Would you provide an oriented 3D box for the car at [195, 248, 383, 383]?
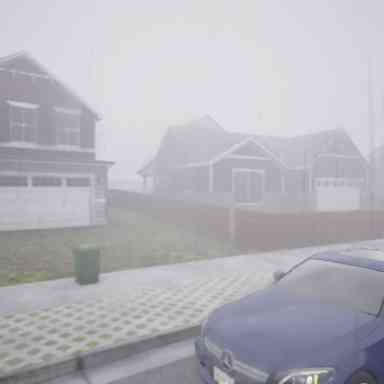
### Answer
[{"bbox_3d":[2.241,1.565,4.490,4.674,1.442,1.812,1,0,-34],"label":"car"}]
